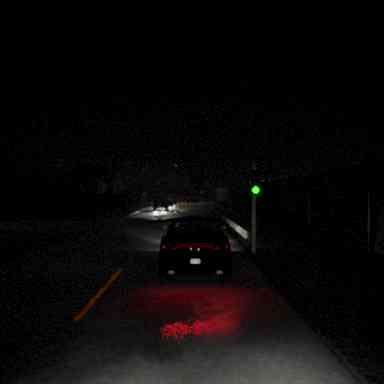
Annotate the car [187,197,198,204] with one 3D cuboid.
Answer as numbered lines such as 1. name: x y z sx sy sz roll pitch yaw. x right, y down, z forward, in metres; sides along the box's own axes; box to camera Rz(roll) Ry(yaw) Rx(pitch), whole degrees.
1. car: 0.008 1.607 65.028 1.812 1.442 4.674 0 0 0

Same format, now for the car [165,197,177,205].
1. car: -3.992 1.681 64.096 1.895 1.301 4.718 0 0 0

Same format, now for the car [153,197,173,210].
1. car: -4.090 1.547 44.564 2.128 1.511 4.902 0 0 0

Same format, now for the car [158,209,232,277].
1. car: 0.088 1.491 10.325 1.882 1.535 5.008 0 0 0

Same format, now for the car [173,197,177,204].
1. car: -4.066 1.559 54.044 2.128 1.511 4.902 0 0 0
